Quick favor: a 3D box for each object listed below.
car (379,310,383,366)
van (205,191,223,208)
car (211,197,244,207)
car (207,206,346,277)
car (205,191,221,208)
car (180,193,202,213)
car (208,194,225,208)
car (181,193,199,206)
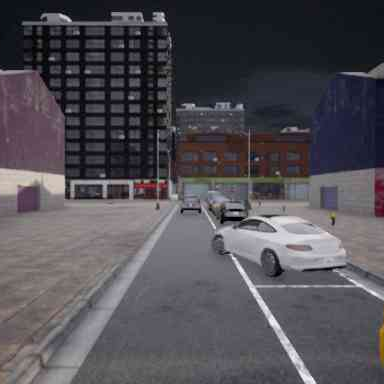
[{"bbox_3d":[3.007,1.450,1.669,1.882,1.535,5.008,0,1,0],"label":"car"},{"bbox_3d":[2.439,0.810,37.690,1.690,1.788,3.998,0,1,0],"label":"van"},{"bbox_3d":[2.527,1.252,21.272,1.947,1.339,4.313,0,1,0],"label":"car"},{"bbox_3d":[2.291,1.375,9.764,1.812,1.442,4.674,0,1,-21],"label":"car"},{"bbox_3d":[2.468,0.981,32.217,1.967,1.590,4.097,0,1,0],"label":"car"},{"bbox_3d":[-0.085,1.117,29.953,2.033,1.411,5.357,0,1,1],"label":"car"},{"bbox_3d":[2.497,1.136,26.915,1.752,1.417,4.829,0,1,0],"label":"car"},{"bbox_3d":[-0.331,0.902,42.018,2.128,1.511,4.902,0,1,-2],"label":"car"}]
